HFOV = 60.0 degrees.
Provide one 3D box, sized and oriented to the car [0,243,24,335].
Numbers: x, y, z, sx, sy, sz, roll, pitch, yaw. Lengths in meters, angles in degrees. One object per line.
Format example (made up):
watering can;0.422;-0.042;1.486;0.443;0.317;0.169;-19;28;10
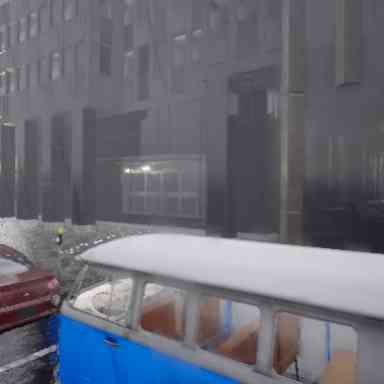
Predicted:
car;-4.022;1.565;5.940;4.206;1.307;1.802;0;1;36

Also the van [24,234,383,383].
van;0.556;1.339;2.672;3.998;1.788;1.690;0;1;36
